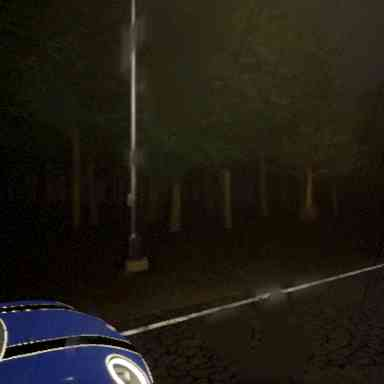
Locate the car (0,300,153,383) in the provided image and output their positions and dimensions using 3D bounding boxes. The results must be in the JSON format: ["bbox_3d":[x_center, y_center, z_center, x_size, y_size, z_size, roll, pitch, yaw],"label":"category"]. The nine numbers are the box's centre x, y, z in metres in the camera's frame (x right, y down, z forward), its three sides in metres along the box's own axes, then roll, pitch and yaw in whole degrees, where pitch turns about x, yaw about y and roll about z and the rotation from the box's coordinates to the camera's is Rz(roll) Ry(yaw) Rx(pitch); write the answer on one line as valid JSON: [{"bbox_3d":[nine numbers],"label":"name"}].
[{"bbox_3d":[-2.447,1.352,2.001,4.553,1.767,2.097,0,0,-36],"label":"car"}]
